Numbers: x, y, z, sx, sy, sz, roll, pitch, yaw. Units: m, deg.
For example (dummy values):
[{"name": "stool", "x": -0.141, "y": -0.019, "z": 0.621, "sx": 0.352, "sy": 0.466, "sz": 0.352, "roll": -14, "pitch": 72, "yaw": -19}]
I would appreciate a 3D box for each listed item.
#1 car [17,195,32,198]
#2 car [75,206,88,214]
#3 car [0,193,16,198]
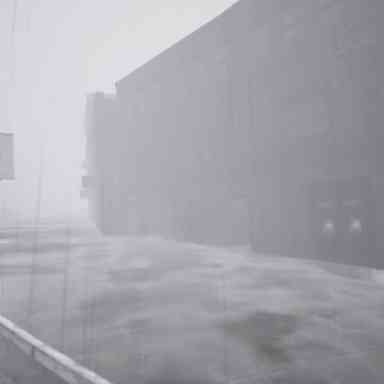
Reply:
[{"name": "car", "x": -43.468, "y": 1.408, "z": 83.867, "sx": 2.002, "sy": 1.452, "sz": 4.674, "roll": -5, "pitch": -4, "yaw": 13}, {"name": "car", "x": -22.426, "y": 3.835, "z": 69.890, "sx": 1.837, "sy": 1.490, "sz": 4.892, "roll": -6, "pitch": -3, "yaw": 20}, {"name": "car", "x": -44.726, "y": 1.090, "z": 78.503, "sx": 2.163, "sy": 1.488, "sz": 4.792, "roll": -5, "pitch": -4, "yaw": 14}]
